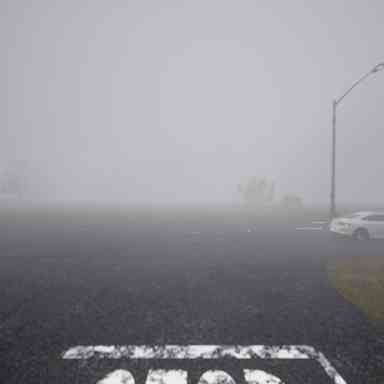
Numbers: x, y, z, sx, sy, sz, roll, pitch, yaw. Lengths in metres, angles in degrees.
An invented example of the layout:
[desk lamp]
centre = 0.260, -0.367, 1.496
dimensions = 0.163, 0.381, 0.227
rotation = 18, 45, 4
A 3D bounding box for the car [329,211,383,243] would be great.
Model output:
[car]
centre = 9.323, 1.703, 16.604
dimensions = 4.674, 1.442, 1.812
rotation = 1, 1, 0
